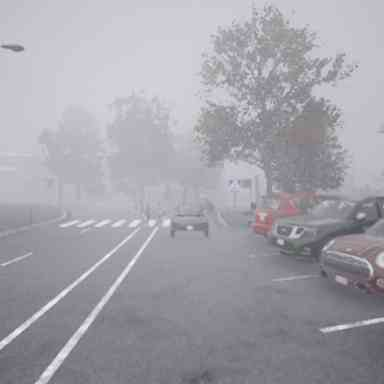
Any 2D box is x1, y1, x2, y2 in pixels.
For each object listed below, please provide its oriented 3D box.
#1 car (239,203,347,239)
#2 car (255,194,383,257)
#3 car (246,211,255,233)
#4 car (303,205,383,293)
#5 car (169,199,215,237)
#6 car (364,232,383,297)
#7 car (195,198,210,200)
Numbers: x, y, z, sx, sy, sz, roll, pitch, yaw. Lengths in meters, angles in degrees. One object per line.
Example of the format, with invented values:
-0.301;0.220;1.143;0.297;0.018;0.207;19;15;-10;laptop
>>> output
5.118;1.351;16.853;4.892;1.521;2.231;1;0;-22;car
5.217;1.162;10.889;5.566;2.045;2.435;1;1;-21;car
5.215;1.131;13.891;5.566;2.045;2.435;1;0;-21;car
5.312;1.319;7.945;4.553;1.767;2.185;1;1;-21;car
-0.145;1.348;17.123;2.128;1.511;4.902;0;1;-1;car
5.483;1.468;5.040;5.366;1.575;1.946;1;0;-21;car
1.022;1.291;32.833;2.033;1.411;5.357;3;0;13;car
